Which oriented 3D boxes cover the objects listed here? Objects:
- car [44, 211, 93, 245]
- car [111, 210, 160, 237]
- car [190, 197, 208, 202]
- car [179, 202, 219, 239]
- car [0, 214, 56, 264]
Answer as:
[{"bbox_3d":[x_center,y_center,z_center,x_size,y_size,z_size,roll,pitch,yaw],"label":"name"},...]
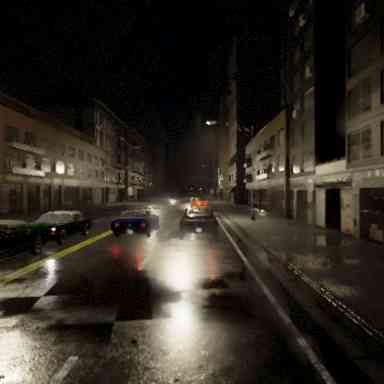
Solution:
[{"bbox_3d":[-6.327,1.601,15.806,1.895,1.301,4.718,0,0,2],"label":"car"},{"bbox_3d":[-2.871,1.606,17.974,1.895,1.301,4.718,0,0,1],"label":"car"},{"bbox_3d":[0.818,1.364,39.569,2.097,1.767,4.553,0,0,1],"label":"car"},{"bbox_3d":[0.367,1.499,17.409,2.128,1.511,4.902,0,0,1],"label":"car"},{"bbox_3d":[-6.378,1.598,10.539,1.895,1.301,4.718,0,0,1],"label":"car"}]
